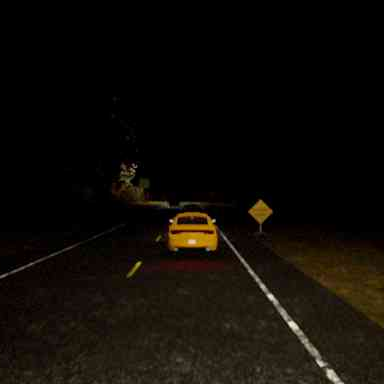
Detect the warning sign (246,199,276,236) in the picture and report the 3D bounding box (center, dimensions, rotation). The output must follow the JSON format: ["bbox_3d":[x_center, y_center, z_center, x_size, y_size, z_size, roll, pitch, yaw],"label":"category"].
[{"bbox_3d":[3.541,1.294,17.171,1.300,1.860,1.060,0,-1,0],"label":"warning sign"}]

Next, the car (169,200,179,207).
[{"bbox_3d":[-3.529,2.207,65.262,2.033,1.411,5.357,0,-1,0],"label":"car"}]

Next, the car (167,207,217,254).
[{"bbox_3d":[0.021,1.626,14.246,1.882,1.535,5.008,0,0,0],"label":"car"}]

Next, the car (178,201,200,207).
[{"bbox_3d":[0.012,1.801,28.498,1.837,1.490,4.892,0,0,0],"label":"car"}]
